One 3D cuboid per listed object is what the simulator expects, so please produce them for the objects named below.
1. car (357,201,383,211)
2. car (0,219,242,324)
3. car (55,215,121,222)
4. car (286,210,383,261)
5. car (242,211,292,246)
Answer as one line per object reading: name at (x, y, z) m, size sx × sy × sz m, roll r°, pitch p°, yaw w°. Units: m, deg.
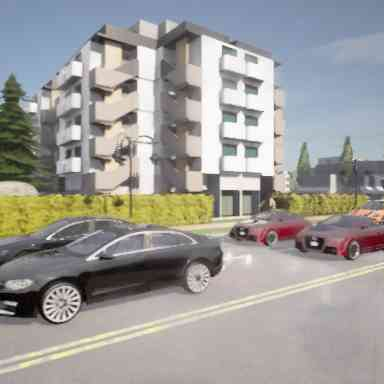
car at (11.720, 1.351, 20.913) m, size 4.553 × 1.767 × 2.097 m, roll 0°, pitch 0°, yaw -35°
car at (-1.503, 1.491, 7.211) m, size 4.902 × 1.511 × 2.128 m, roll 0°, pitch 0°, yaw -35°
car at (-3.497, 1.505, 10.085) m, size 4.892 × 1.490 × 1.837 m, roll 0°, pitch 0°, yaw -35°
car at (5.765, 1.563, 12.385) m, size 4.181 × 1.385 × 1.994 m, roll 0°, pitch 0°, yaw -35°
car at (3.751, 1.563, 15.254) m, size 4.181 × 1.385 × 1.994 m, roll 0°, pitch 0°, yaw -36°
